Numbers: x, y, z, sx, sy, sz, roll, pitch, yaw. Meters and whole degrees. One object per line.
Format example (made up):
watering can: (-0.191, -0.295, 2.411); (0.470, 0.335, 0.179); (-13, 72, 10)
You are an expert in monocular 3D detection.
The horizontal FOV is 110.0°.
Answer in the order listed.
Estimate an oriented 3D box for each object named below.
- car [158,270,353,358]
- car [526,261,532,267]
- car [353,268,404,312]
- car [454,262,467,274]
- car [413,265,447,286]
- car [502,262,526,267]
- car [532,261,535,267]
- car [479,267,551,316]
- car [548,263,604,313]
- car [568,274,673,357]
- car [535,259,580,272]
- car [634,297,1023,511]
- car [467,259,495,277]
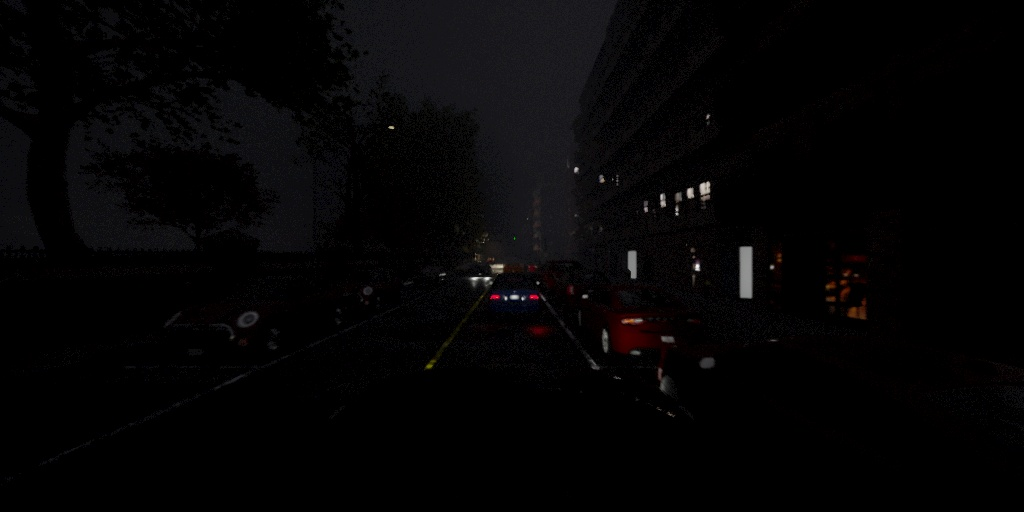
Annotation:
car: (-5.689, 1.202, 8.429); (1.967, 1.591, 4.097); (0, 0, 0)
car: (2.694, 1.273, 42.208); (1.967, 1.591, 4.097); (0, 0, 0)
car: (-5.689, 1.213, 14.057); (1.967, 1.591, 4.097); (0, 0, 0)
car: (-5.686, 1.359, 42.039); (1.751, 1.417, 4.829); (0, 0, 0)
car: (-5.687, 1.346, 25.318); (2.007, 1.370, 4.403); (0, 0, 0)
car: (0.098, 1.294, 35.158); (1.882, 1.535, 5.008); (0, 0, 0)
car: (2.693, 1.235, 25.318); (1.967, 1.591, 4.097); (0, 0, 0)
car: (0.087, 1.320, 13.538); (2.033, 1.411, 5.357); (0, 0, 0)
car: (2.692, 1.213, 14.057); (1.967, 1.591, 4.097); (0, 0, 0)
car: (2.691, 1.307, 8.428); (1.888, 1.381, 4.507); (0, 0, 0)
car: (2.692, 1.099, 19.687); (2.192, 1.841, 5.009); (0, 0, 0)
car: (2.691, 1.297, 2.798); (1.888, 1.381, 4.507); (0, 0, 0)
car: (-3.095, 1.369, 37.400); (2.033, 1.411, 5.357); (0, 0, 0)
